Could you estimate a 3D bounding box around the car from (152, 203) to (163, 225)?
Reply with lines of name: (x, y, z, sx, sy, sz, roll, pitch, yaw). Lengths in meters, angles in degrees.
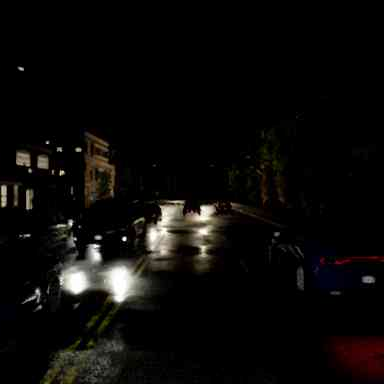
car: (-3.328, 1.595, 25.072, 1.882, 1.535, 5.008, 0, 0, 1)

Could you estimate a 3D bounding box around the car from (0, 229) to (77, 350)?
car: (-3.354, 1.548, 4.759, 1.812, 1.442, 4.674, 0, 0, -2)

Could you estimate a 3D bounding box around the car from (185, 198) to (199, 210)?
car: (0.013, 1.695, 47.117, 1.882, 1.535, 5.008, 0, 0, 0)

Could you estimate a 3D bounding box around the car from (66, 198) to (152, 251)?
car: (-3.343, 1.290, 14.707, 2.150, 2.045, 5.566, 0, 0, 1)

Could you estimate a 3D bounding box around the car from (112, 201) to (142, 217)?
car: (-6.549, 1.707, 34.303, 2.033, 1.411, 5.357, 0, 0, 1)

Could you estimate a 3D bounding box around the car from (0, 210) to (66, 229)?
car: (-6.597, 1.557, 13.968, 2.128, 1.511, 4.902, 0, 0, 0)

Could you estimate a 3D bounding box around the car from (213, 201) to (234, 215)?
car: (3.346, 1.714, 35.669, 2.033, 1.411, 5.357, 0, 0, 0)

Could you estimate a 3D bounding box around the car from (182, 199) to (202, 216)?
car: (-0.003, 1.668, 34.994, 1.837, 1.490, 4.892, 0, 0, 0)

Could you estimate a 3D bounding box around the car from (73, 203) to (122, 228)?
car: (-6.579, 1.603, 23.859, 2.128, 1.511, 4.902, 0, 0, 0)

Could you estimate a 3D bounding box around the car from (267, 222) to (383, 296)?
car: (3.349, 1.519, 8.784, 1.882, 1.535, 5.008, 0, 0, 0)
